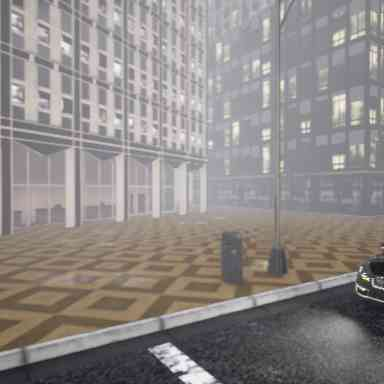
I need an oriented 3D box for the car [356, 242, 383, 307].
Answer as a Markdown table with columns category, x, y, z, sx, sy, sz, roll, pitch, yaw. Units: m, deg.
| category | x | y | z | sx | sy | sz | roll | pitch | yaw |
| --- | --- | --- | --- | --- | --- | --- | --- | --- | --- |
| car | 5.430 | 1.493 | 6.951 | 4.892 | 1.490 | 1.837 | 0 | 0 | -33 |
